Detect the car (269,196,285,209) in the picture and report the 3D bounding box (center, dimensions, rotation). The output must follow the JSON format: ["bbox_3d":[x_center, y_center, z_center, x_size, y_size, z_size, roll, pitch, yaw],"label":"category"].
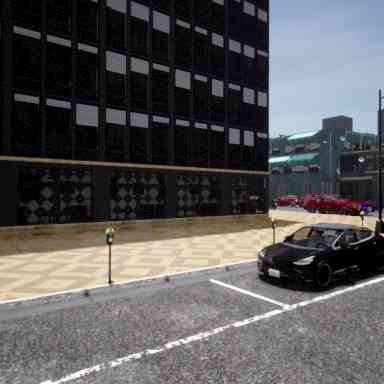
[{"bbox_3d":[8.097,1.173,39.422,1.837,1.490,4.892,0,1,-36],"label":"car"}]

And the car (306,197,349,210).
[{"bbox_3d":[15.740,1.341,38.805,1.802,1.307,4.206,1,0,-36],"label":"car"}]

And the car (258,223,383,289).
[{"bbox_3d":[3.743,1.566,9.222,4.313,1.339,1.947,0,0,-35],"label":"car"}]

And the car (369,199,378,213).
[{"bbox_3d":[14.236,1.322,31.052,1.812,1.442,4.674,0,1,-38],"label":"car"}]

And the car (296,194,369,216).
[{"bbox_3d":[12.272,1.101,29.376,2.192,1.841,5.009,1,0,-36],"label":"car"}]

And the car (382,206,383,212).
[{"bbox_3d":[19.022,1.372,34.336,1.887,1.381,4.507,1,0,-36],"label":"car"}]

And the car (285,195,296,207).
[{"bbox_3d":[12.459,1.130,43.278,1.967,1.590,4.097,1,0,-36],"label":"car"}]
